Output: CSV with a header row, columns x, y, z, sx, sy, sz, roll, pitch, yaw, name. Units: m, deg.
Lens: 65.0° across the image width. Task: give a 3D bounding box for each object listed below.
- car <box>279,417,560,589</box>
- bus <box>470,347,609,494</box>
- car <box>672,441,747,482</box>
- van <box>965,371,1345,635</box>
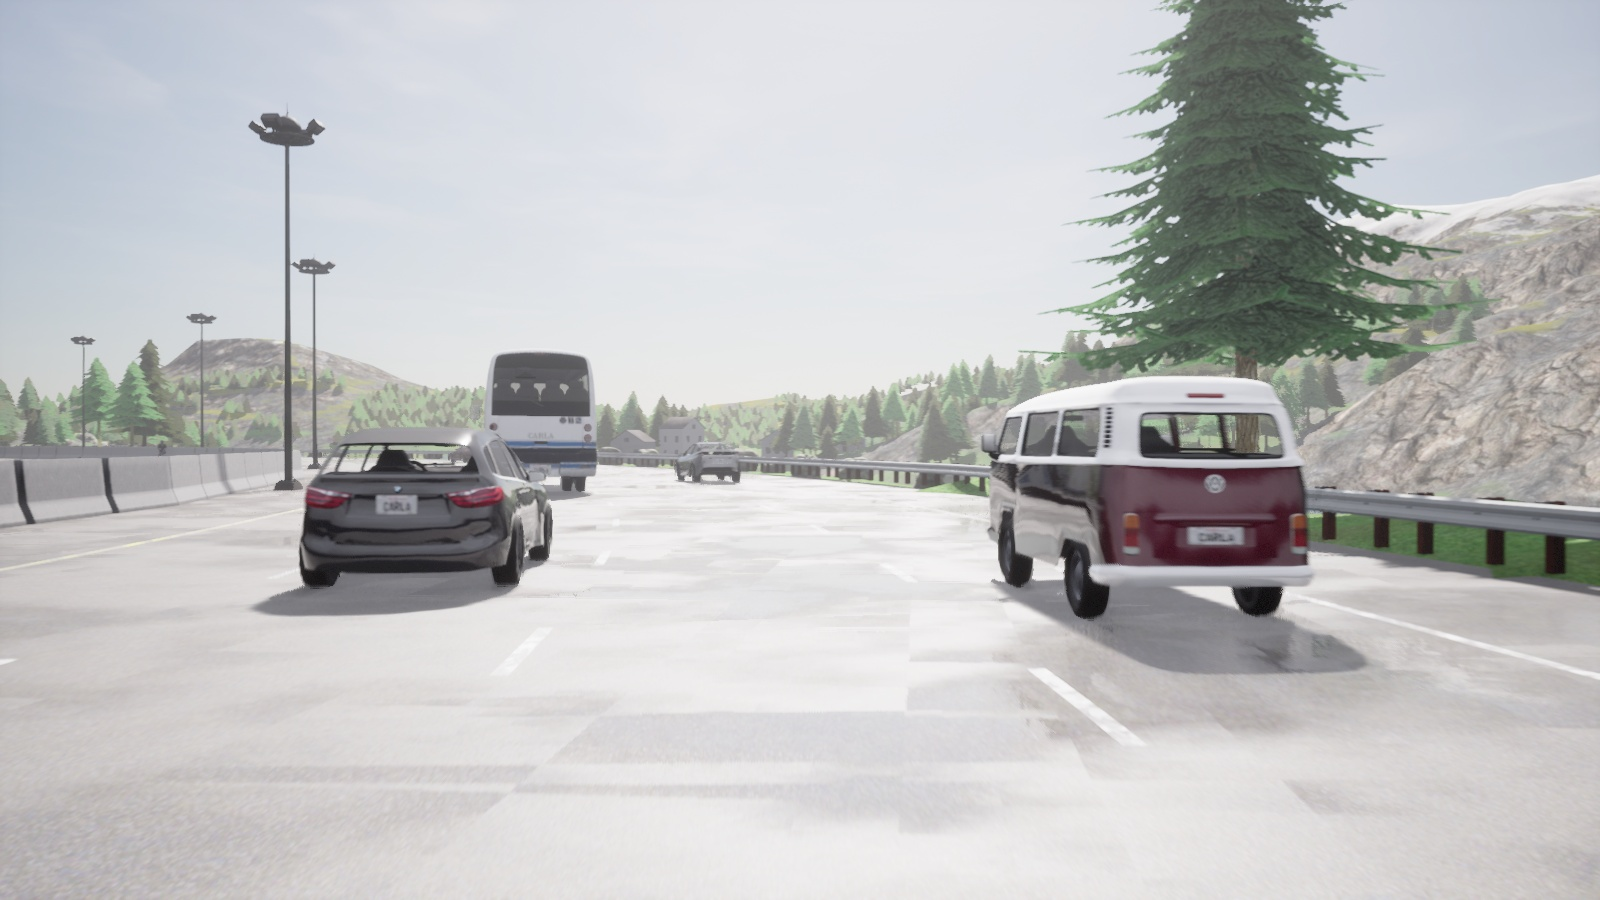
x,y,z,sx,sy,sz,roll,pitch,yaw,name
-4.145,0.507,14.560,2.242,1.667,4.611,0,0,-5,car
-8.855,-0.869,41.694,3.944,4.253,10.273,0,0,-14,bus
-3.581,0.417,48.773,2.007,1.525,4.514,0,0,-16,car
3.071,0.404,12.017,2.069,2.038,4.480,0,0,-4,van
